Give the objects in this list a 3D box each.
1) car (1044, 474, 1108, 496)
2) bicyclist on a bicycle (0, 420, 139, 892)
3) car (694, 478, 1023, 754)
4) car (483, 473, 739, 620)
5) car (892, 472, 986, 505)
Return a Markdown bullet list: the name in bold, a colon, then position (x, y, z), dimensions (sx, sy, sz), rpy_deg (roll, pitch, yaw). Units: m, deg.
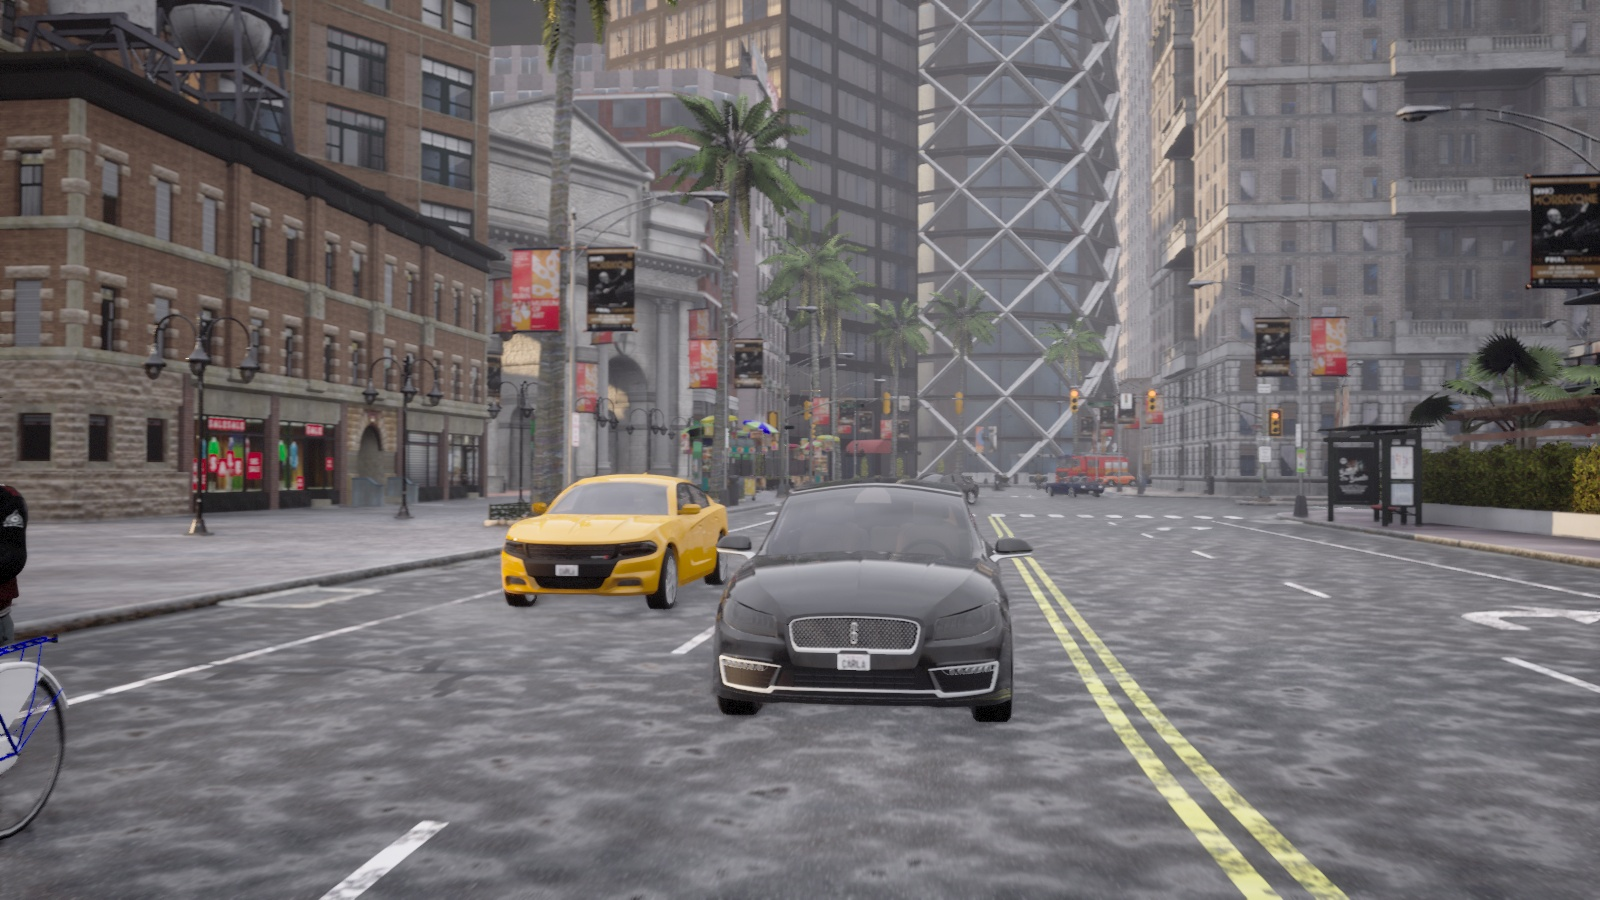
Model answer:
- **car**: position (17.400, 2.189, 79.364), dimensions (1.895, 1.301, 4.718), rpy_deg (0, -1, -16)
- **bicyclist on a bicycle**: position (-3.342, 0.775, 4.698), dimensions (0.659, 1.776, 1.843), rpy_deg (0, -1, 4)
- **car**: position (0.598, 0.976, 9.466), dimensions (1.837, 1.490, 4.892), rpy_deg (0, -1, 7)
- **car**: position (-2.134, 1.064, 15.809), dimensions (1.882, 1.535, 5.008), rpy_deg (0, -1, 7)
- **car**: position (6.672, 1.805, 60.088), dimensions (1.837, 1.490, 4.892), rpy_deg (-2, -2, 44)
